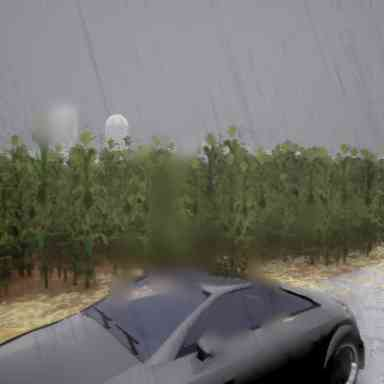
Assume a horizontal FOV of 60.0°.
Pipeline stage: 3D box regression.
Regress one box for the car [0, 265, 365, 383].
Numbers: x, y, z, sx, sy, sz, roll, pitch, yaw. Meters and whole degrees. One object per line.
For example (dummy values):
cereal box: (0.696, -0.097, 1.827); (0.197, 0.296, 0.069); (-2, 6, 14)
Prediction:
car: (-0.045, 1.569, 3.486); (4.181, 1.385, 1.994); (0, 0, -36)
